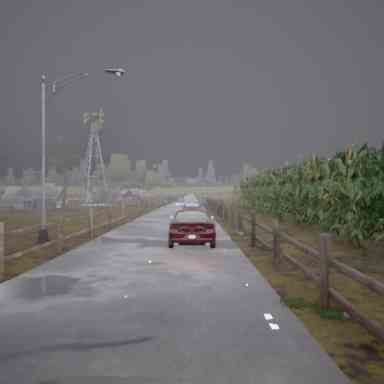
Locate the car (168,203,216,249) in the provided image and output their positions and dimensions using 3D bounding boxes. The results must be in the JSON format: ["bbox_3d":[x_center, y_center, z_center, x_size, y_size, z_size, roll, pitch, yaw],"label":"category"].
[{"bbox_3d":[0.000,1.484,14.652,1.882,1.535,5.008,0,0,0],"label":"car"}]

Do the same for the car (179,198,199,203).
[{"bbox_3d":[0.000,1.545,29.654,1.812,1.442,4.674,0,0,0],"label":"car"}]

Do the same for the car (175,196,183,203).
[{"bbox_3d":[-2.749,1.764,76.718,2.128,1.511,4.902,0,0,0],"label":"car"}]
